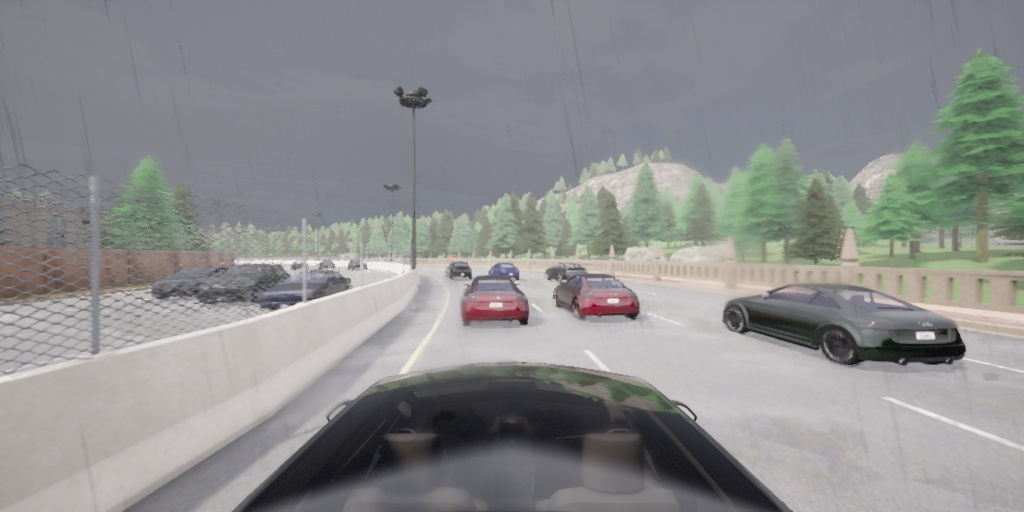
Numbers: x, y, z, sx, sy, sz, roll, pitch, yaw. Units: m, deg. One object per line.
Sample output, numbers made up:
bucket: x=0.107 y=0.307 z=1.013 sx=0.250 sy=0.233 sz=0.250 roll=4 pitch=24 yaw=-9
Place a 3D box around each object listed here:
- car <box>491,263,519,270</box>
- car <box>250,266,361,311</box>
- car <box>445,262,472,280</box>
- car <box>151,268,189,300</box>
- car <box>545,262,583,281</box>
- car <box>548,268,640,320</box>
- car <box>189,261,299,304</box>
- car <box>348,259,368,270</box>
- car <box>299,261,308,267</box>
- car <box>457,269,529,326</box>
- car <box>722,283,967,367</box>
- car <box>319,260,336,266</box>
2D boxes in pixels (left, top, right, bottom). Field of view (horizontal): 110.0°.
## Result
car: x=-0.697 y=1.270 z=30.155 sx=1.812 sy=1.442 sz=4.674 roll=0 pitch=0 yaw=-16
car: x=-8.214 y=1.326 z=15.008 sx=2.033 sy=1.411 sz=5.357 roll=0 pitch=0 yaw=-8
car: x=-4.717 y=1.264 z=31.476 sx=1.837 sy=1.490 sz=4.892 roll=0 pitch=0 yaw=-17
car: x=-15.998 y=1.314 z=18.514 sx=1.837 sy=1.490 sz=4.892 roll=0 pitch=0 yaw=-12
car: x=3.905 y=1.218 z=26.415 sx=2.128 sy=1.511 sz=4.902 roll=0 pitch=0 yaw=-13
car: x=2.786 y=1.299 z=12.610 sx=1.994 sy=1.385 sz=4.181 roll=0 pitch=0 yaw=-6
car: x=-12.100 y=1.146 z=16.645 sx=2.097 sy=1.767 sz=4.553 roll=0 pitch=0 yaw=-10
car: x=-23.066 y=1.179 z=53.651 sx=2.097 sy=1.767 sz=4.553 roll=0 pitch=0 yaw=-33
car: x=-32.978 y=1.422 z=55.666 sx=2.033 sy=1.411 sz=5.357 roll=0 pitch=0 yaw=-37
car: x=-0.635 y=1.313 z=11.825 sx=1.994 sy=1.385 sz=4.181 roll=0 pitch=0 yaw=-6
car: x=6.705 y=1.285 z=7.931 sx=1.994 sy=1.385 sz=4.181 roll=0 pitch=0 yaw=-4
car: x=-28.541 y=1.349 z=55.472 sx=1.837 sy=1.490 sz=4.892 roll=0 pitch=0 yaw=-36
